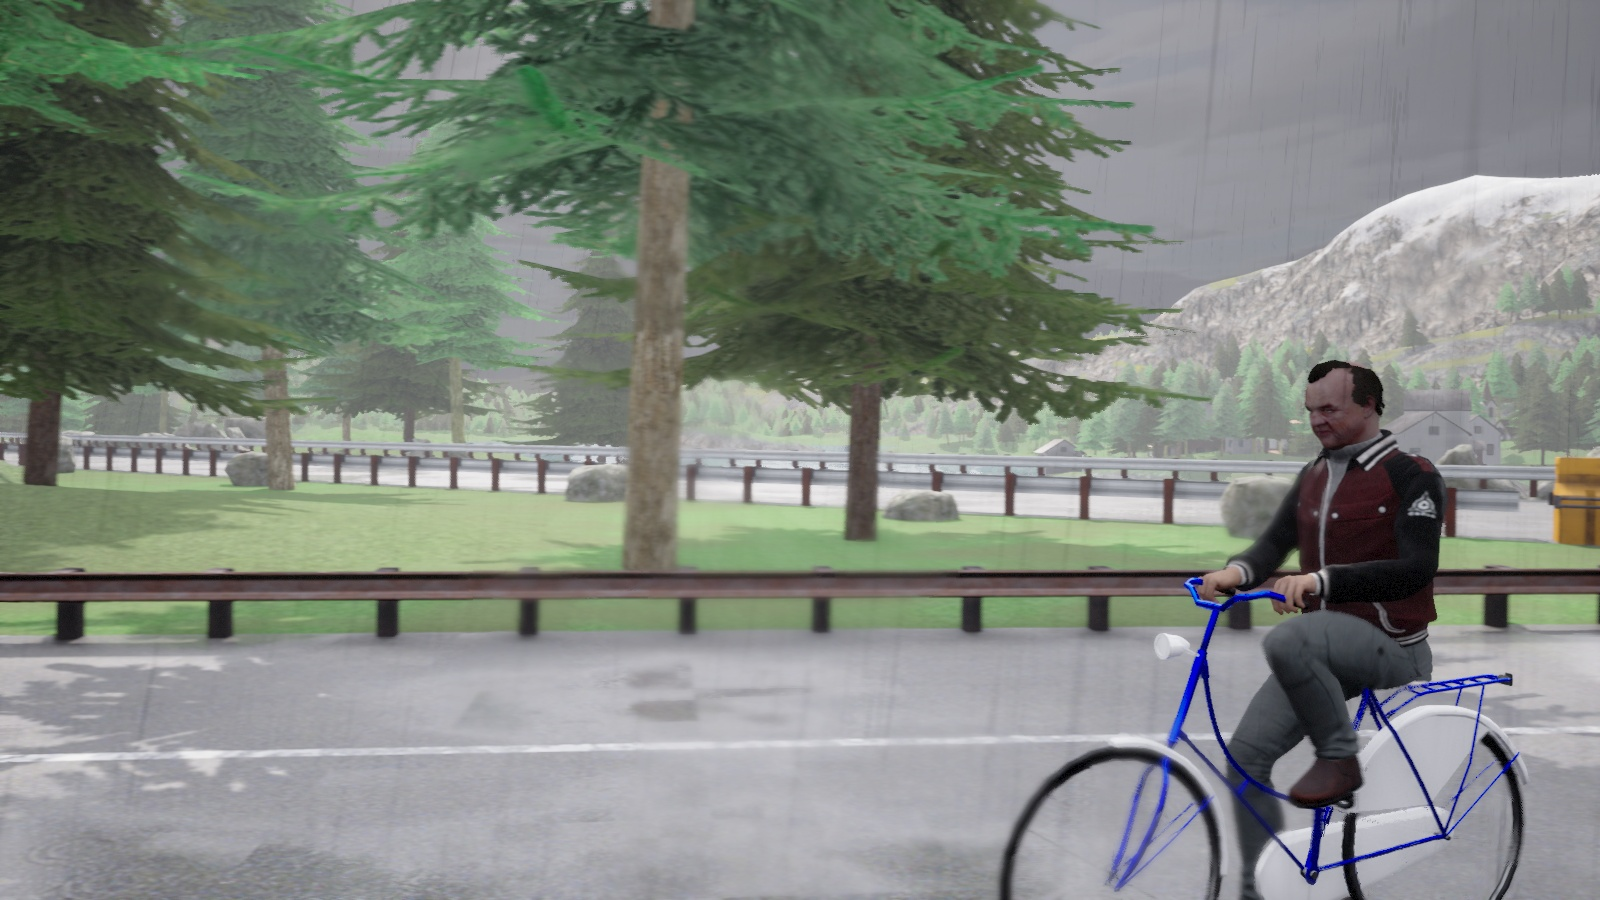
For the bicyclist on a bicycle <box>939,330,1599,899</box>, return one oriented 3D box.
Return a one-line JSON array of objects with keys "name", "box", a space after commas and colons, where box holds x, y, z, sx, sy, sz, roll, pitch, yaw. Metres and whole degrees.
[{"name": "bicyclist on a bicycle", "box": [1.374, 0.596, 3.533, 1.843, 1.776, 0.659, -1, 1, -20]}]
